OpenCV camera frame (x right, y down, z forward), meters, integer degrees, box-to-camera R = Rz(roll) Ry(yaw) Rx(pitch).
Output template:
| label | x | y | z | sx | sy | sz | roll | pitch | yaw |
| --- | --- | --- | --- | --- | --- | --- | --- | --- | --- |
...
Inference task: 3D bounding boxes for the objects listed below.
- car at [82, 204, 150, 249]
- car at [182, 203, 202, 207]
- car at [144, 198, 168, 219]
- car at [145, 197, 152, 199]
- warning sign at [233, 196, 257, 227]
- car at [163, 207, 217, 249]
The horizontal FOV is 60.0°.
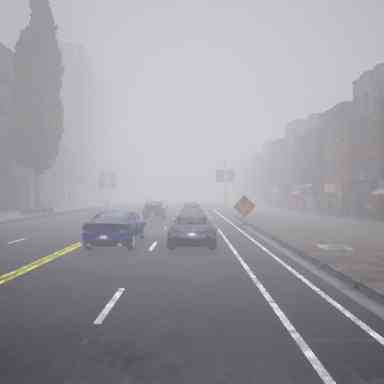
| label | x | y | z | sx | sy | sz | roll | pitch | yaw |
| --- | --- | --- | --- | --- | --- | --- | --- | --- | --- |
| car | -3.250 | 1.506 | 14.652 | 1.882 | 1.535 | 5.008 | 0 | 0 | 0 |
| car | 0.000 | 1.635 | 29.652 | 1.994 | 1.385 | 4.181 | 0 | 0 | 0 |
| car | -3.250 | 1.579 | 29.652 | 1.837 | 1.490 | 4.892 | 0 | 0 | 0 |
| car | -9.751 | 1.794 | 75.961 | 1.994 | 1.385 | 4.181 | 0 | 0 | 0 |
| warning sign | 3.220 | 1.151 | 20.447 | 1.300 | 1.860 | 1.060 | 0 | 0 | 0 |
| car | 0.000 | 1.593 | 14.652 | 1.994 | 1.385 | 4.181 | 0 | 0 | 0 |
